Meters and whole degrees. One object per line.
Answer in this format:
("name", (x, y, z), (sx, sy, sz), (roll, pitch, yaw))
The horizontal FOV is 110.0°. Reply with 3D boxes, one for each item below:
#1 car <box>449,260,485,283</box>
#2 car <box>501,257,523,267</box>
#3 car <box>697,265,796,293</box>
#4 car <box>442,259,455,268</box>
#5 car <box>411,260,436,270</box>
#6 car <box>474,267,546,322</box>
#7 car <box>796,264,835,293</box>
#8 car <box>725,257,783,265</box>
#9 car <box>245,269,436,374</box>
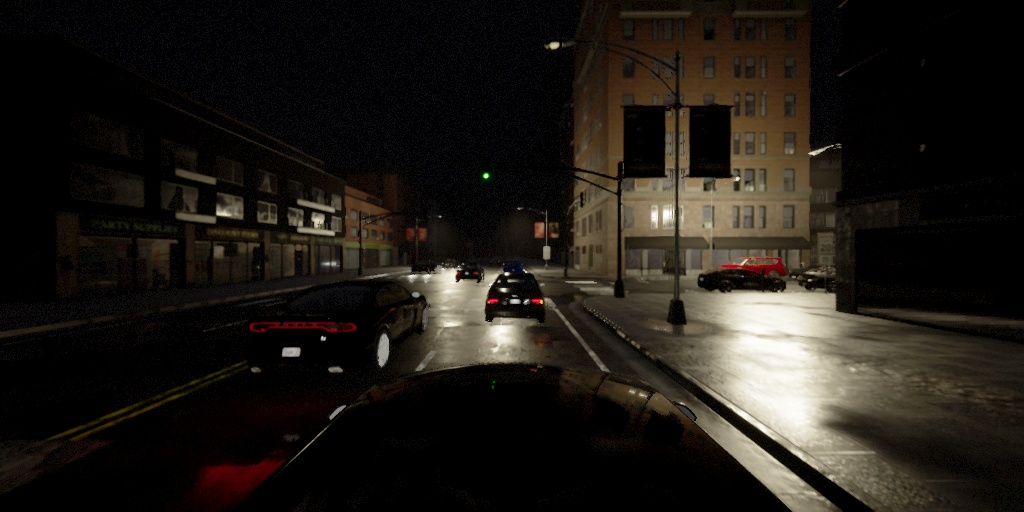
("car", (-3.145, 1.245, 27.496), (2.033, 1.411, 5.357), (0, 0, 0))
("car", (0.107, 1.160, 36.142), (1.882, 1.535, 5.008), (0, 0, 0))
("car", (12.401, 1.299, 19.511), (4.313, 1.339, 1.948), (0, 0, 0))
("car", (-9.797, 1.155, 56.775), (1.837, 1.490, 4.892), (0, 0, 0))
("car", (-9.837, 1.153, 40.206), (1.882, 1.535, 5.008), (0, 0, 1))
("car", (0.160, 1.275, 12.216), (2.033, 1.411, 5.357), (0, 0, 2))
("car", (18.063, 1.285, 19.485), (4.403, 1.370, 2.007), (0, 0, 0))
("car", (18.100, 0.994, 27.510), (5.009, 1.841, 2.192), (0, 0, 0))
("car", (-3.151, 1.215, 7.593), (1.882, 1.535, 5.008), (0, 0, 0))
